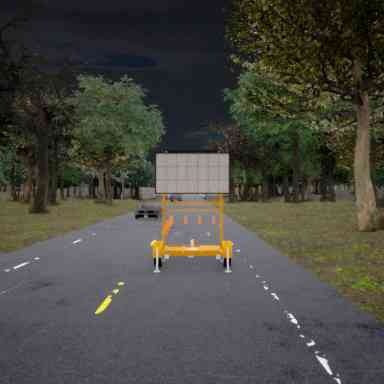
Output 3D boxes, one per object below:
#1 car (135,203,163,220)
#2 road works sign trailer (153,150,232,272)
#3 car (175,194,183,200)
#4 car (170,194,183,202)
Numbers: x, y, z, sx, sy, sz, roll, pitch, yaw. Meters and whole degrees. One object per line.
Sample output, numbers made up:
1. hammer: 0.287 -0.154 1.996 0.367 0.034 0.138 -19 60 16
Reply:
1. car: -3.548 1.592 27.801 1.895 1.301 4.718 0 0 0
2. road works sign trailer: 0.019 0.464 10.721 2.380 3.560 2.880 0 0 0
3. car: -3.341 1.370 85.751 1.837 1.490 4.892 0 0 0
4. car: -3.373 1.138 68.756 2.150 2.045 5.566 0 0 0
